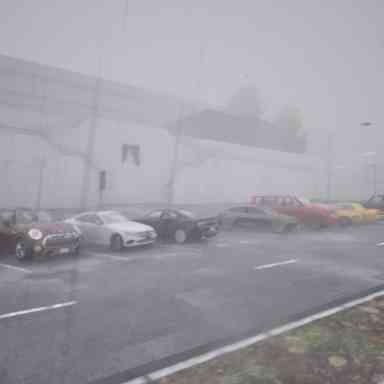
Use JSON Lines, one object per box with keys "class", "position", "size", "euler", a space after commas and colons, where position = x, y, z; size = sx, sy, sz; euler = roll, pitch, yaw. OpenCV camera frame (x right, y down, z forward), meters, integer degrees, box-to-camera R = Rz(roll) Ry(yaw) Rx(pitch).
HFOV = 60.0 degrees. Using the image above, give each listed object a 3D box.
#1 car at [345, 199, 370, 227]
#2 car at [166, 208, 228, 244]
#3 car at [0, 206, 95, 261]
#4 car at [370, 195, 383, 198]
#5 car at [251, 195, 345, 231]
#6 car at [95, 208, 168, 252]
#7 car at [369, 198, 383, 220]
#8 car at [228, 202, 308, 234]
{"class": "car", "position": [8.794, 1.468, 22.592], "size": [5.366, 1.575, 1.946], "euler": [-1, -1, 35]}
{"class": "car", "position": [-1.136, 1.490, 15.726], "size": [5.008, 1.535, 2.097], "euler": [-1, 0, 35]}
{"class": "car", "position": [-6.055, 1.368, 12.271], "size": [4.553, 1.767, 2.185], "euler": [-1, -1, 35]}
{"class": "car", "position": [15.942, 1.231, 27.929], "size": [5.566, 2.045, 2.435], "euler": [-1, -1, 35]}
{"class": "car", "position": [6.219, 1.225, 20.947], "size": [5.566, 2.045, 2.435], "euler": [-1, -1, 35]}
{"class": "car", "position": [-3.586, 1.533, 13.993], "size": [4.674, 1.452, 2.002], "euler": [-1, -1, 35]}
{"class": "car", "position": [10.928, 1.474, 24.538], "size": [5.366, 1.575, 1.946], "euler": [-1, -1, 35]}
{"class": "car", "position": [3.776, 1.508, 19.200], "size": [4.792, 1.488, 2.163], "euler": [-1, -1, 35]}
